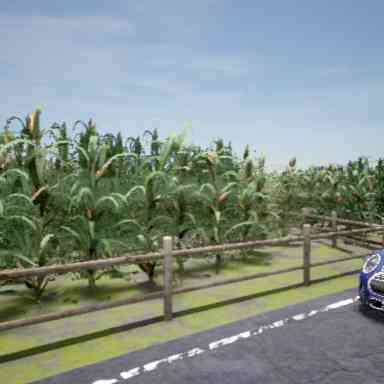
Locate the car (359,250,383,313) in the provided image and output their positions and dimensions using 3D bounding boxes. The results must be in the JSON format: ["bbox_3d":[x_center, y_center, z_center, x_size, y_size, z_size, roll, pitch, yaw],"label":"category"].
[{"bbox_3d":[5.328,1.327,6.502,4.553,1.767,2.097,0,0,-33],"label":"car"}]
